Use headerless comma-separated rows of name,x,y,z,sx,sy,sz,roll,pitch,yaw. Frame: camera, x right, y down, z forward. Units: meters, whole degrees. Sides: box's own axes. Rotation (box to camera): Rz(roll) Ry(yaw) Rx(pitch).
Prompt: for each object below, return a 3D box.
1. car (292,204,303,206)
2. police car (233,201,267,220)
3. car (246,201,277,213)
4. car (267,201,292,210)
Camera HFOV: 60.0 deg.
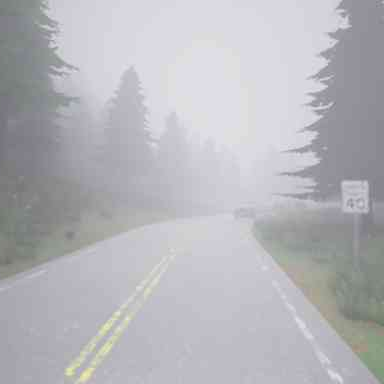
car,13.398,1.688,43.908,2.097,1.767,4.553,-4,-2,43
police car,5.350,1.727,31.339,1.930,1.638,5.238,-1,-1,22
car,9.598,2.019,45.653,1.837,1.490,4.892,-4,-3,42
car,9.852,1.869,39.515,1.812,1.442,4.674,-2,-1,35
